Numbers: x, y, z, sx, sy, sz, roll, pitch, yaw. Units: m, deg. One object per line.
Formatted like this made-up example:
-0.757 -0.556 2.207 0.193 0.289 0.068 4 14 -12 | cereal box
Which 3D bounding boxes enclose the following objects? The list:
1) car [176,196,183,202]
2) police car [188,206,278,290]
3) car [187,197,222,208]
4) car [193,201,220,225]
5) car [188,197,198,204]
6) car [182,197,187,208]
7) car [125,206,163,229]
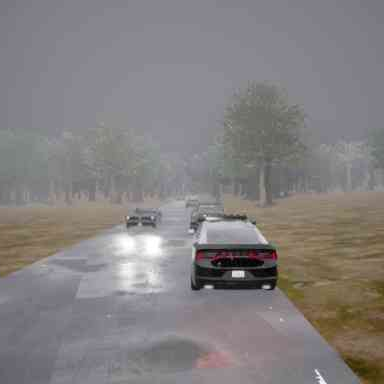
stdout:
-2.760 1.641 81.841 1.994 1.385 4.181 0 0 0 | car
0.924 1.422 9.176 1.930 1.638 5.238 0 0 0 | police car
0.953 1.348 19.038 2.097 1.767 4.553 0 0 0 | car
0.971 1.505 25.067 1.837 1.490 4.892 0 0 0 | car
0.128 1.638 63.777 1.895 1.301 4.718 0 0 0 | car
0.130 1.508 47.302 2.128 1.511 4.902 0 0 1 | car
-3.037 1.598 21.650 1.895 1.301 4.718 0 0 0 | car
